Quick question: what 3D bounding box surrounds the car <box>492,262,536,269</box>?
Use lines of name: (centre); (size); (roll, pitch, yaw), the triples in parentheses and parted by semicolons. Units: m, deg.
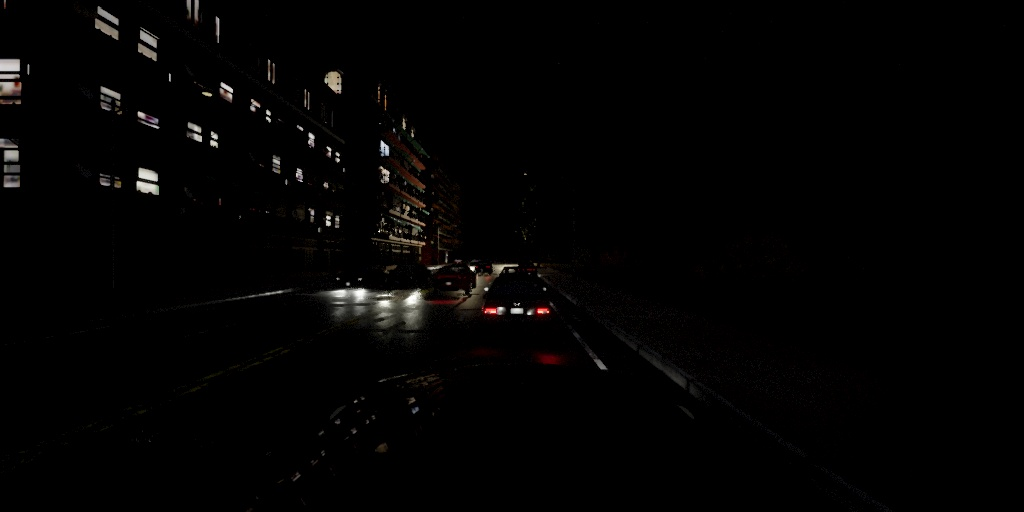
car: (0.110, 1.300, 21.039); (2.033, 1.411, 5.357); (0, 0, 0)

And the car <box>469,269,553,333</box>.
car: (0.107, 1.299, 10.678); (2.033, 1.411, 5.357); (0, 0, 0)

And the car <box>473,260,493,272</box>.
car: (-3.124, 1.279, 39.632); (1.812, 1.442, 4.674); (0, 0, 0)

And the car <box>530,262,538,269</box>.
car: (1.153, 1.259, 30.807); (1.837, 1.490, 4.892); (0, 0, 0)

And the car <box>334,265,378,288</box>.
car: (-9.838, 1.301, 24.174); (2.033, 1.411, 5.357); (0, 0, 0)

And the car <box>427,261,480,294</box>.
car: (-3.141, 1.230, 20.282); (1.882, 1.535, 5.008); (0, 0, 0)

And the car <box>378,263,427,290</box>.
car: (-6.588, 1.231, 23.010); (1.882, 1.535, 5.008); (0, 0, 0)
